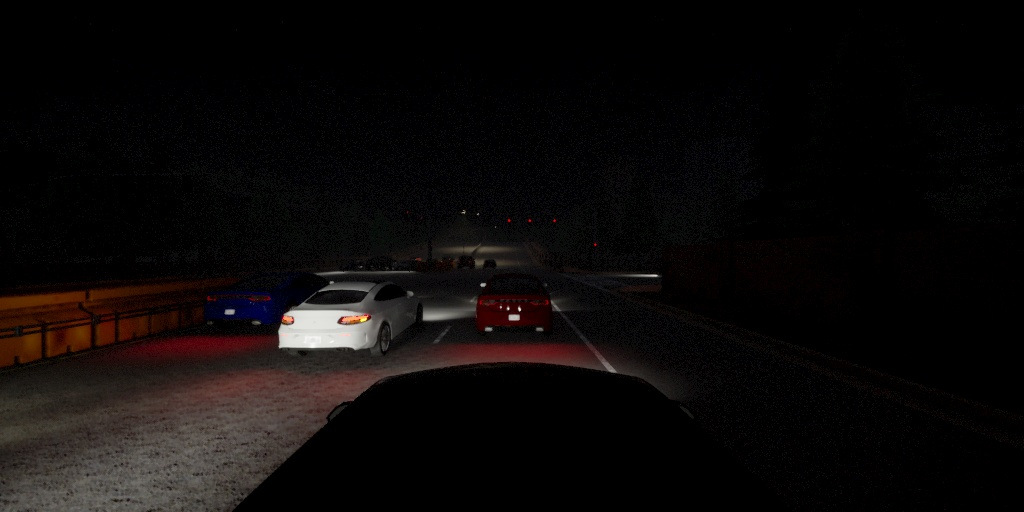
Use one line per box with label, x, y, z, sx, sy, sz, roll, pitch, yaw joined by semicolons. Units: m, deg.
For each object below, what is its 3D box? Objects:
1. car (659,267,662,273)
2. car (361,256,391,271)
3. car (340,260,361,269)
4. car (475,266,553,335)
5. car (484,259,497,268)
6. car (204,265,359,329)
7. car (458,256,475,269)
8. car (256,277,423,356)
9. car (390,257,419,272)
car;17.273;1.314;36.498;4.181;1.385;1.994;0;0;0
car;-17.691;0.972;48.018;2.150;2.045;5.566;0;0;0
car;-21.194;1.241;47.769;2.128;1.511;4.902;0;0;0
car;0.056;1.228;10.499;1.882;1.535;5.008;0;0;0
car;-3.521;1.227;58.014;1.882;1.535;5.008;0;0;0
car;-6.942;1.228;11.306;1.882;1.535;5.008;0;0;0
car;-7.014;0.971;55.644;2.150;2.045;5.566;0;0;0
car;-3.449;1.276;8.468;1.812;1.442;4.674;0;0;-1
car;-14.195;1.275;47.660;1.812;1.442;4.674;0;0;0
